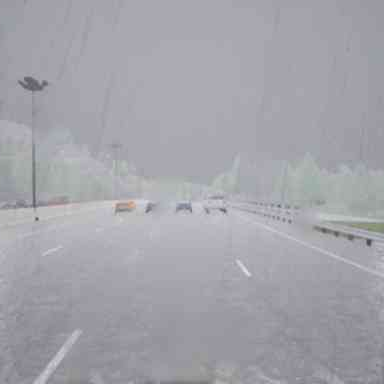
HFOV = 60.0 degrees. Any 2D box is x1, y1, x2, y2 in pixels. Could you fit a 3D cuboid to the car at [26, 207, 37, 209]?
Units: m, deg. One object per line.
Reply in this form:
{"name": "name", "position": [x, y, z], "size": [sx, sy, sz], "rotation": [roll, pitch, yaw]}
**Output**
{"name": "car", "position": [-25.991, 2.068, 55.638], "size": [2.033, 1.411, 5.357], "rotation": [-1, -1, -1]}

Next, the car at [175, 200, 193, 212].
{"name": "car", "position": [-0.960, 1.648, 40.069], "size": [1.812, 1.442, 4.674], "rotation": [-1, 0, -2]}

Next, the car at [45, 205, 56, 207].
{"name": "car", "position": [-22.503, 1.710, 55.692], "size": [2.150, 2.045, 5.566], "rotation": [-1, -1, -1]}

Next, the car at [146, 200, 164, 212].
{"name": "car", "position": [-4.466, 1.680, 40.269], "size": [1.812, 1.442, 4.674], "rotation": [-1, 0, -2]}

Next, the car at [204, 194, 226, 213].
{"name": "car", "position": [2.593, 1.300, 38.044], "size": [2.150, 2.045, 5.566], "rotation": [-1, 0, -1]}

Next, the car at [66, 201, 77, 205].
{"name": "car", "position": [-19.011, 1.951, 55.855], "size": [2.128, 1.511, 4.902], "rotation": [-1, -1, -1]}

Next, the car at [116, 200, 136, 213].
{"name": "car", "position": [-7.966, 1.665, 40.480], "size": [1.882, 1.535, 5.008], "rotation": [-1, 0, -1]}
